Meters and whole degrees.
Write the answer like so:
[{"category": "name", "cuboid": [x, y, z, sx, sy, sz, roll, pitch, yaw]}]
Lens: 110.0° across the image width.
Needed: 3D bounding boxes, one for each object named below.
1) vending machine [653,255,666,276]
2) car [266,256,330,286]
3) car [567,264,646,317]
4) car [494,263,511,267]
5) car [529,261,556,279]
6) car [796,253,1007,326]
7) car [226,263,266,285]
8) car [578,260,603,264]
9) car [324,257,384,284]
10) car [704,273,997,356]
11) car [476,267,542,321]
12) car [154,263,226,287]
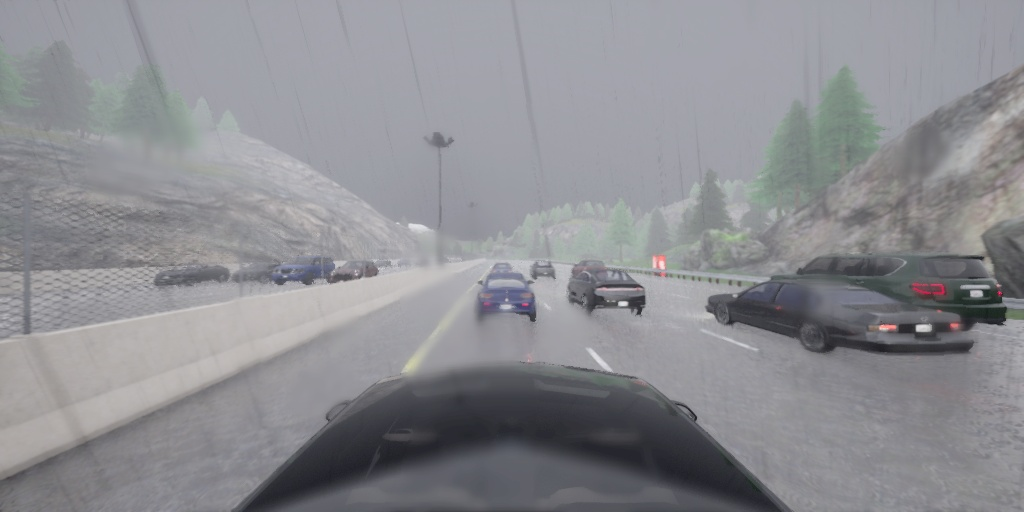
[{"category": "vending machine", "cuboid": [14.440, 0.896, 35.153, 1.100, 2.100, 0.880, 0, 0, -2]}, {"category": "car", "cuboid": [-14.863, 0.994, 26.111, 2.150, 2.045, 5.566, 0, 0, -2]}, {"category": "car", "cuboid": [3.274, 1.228, 13.220, 2.128, 1.511, 4.902, 0, 0, -2]}, {"category": "car", "cuboid": [-0.811, 1.284, 30.581, 2.033, 1.411, 5.357, 0, 0, -2]}, {"category": "car", "cuboid": [2.654, 1.220, 31.652, 2.128, 1.511, 4.902, 0, 0, -2]}, {"category": "car", "cuboid": [10.362, 0.944, 10.748, 2.150, 2.045, 5.566, 0, 0, -2]}, {"category": "car", "cuboid": [-18.386, 1.281, 26.745, 1.837, 1.490, 4.892, 0, 0, -2]}, {"category": "car", "cuboid": [6.241, 1.074, 29.157, 2.097, 1.767, 4.553, 0, 0, -2]}, {"category": "car", "cuboid": [-11.361, 1.113, 26.147, 2.097, 1.767, 4.553, 0, 0, -2]}, {"category": "car", "cuboid": [6.931, 1.279, 8.608, 2.033, 1.411, 5.357, 0, 0, -2]}, {"category": "car", "cuboid": [-0.213, 1.270, 12.340, 1.812, 1.442, 4.674, 0, 0, -2]}, {"category": "car", "cuboid": [-21.817, 1.276, 24.739, 2.128, 1.511, 4.902, 0, 0, -2]}]
